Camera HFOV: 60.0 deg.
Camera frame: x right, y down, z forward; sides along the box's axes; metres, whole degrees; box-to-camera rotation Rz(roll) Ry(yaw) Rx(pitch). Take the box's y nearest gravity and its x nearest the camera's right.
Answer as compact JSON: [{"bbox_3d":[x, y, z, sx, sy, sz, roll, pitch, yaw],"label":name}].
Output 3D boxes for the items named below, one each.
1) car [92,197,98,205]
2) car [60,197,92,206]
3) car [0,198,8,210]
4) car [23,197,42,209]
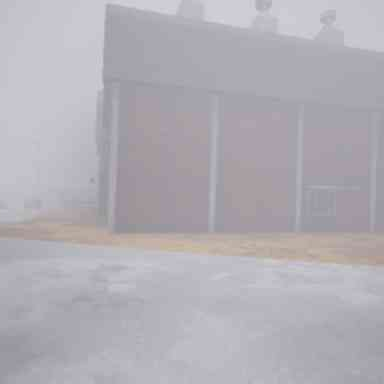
[{"bbox_3d":[-20.875,1.864,69.315,1.837,1.490,4.892,2,-1,-29],"label":"car"},{"bbox_3d":[-21.162,1.763,59.685,2.033,1.411,5.357,1,-1,25],"label":"car"},{"bbox_3d":[-23.756,1.418,40.436,1.994,1.385,4.181,2,-1,-18],"label":"car"},{"bbox_3d":[-21.345,1.482,44.753,2.128,1.511,4.902,2,-1,-18],"label":"car"}]
